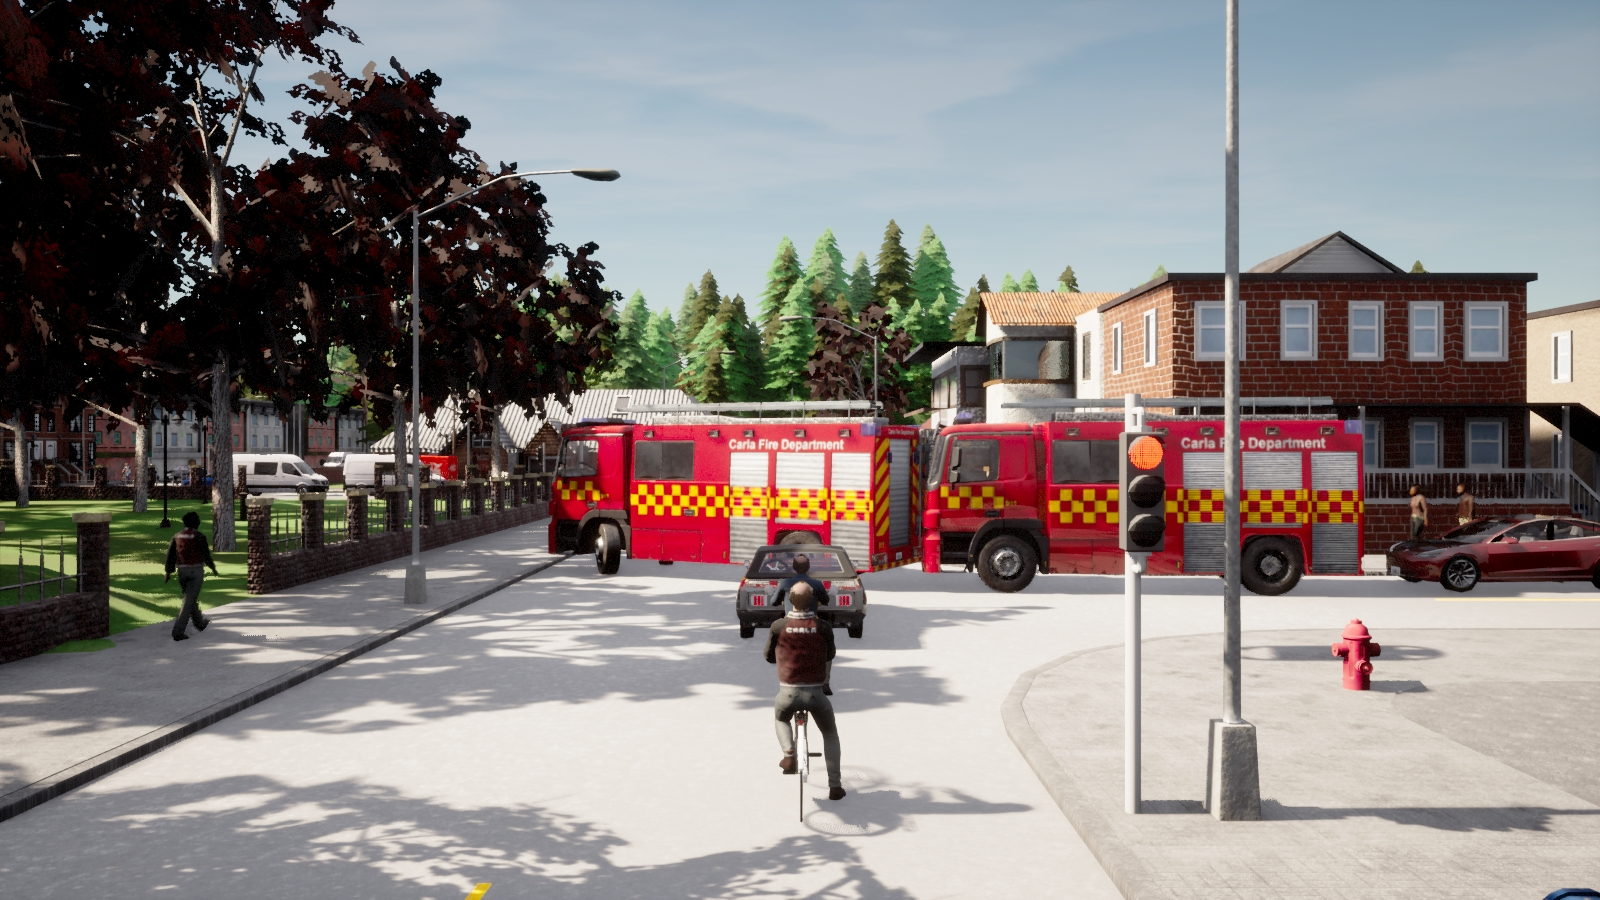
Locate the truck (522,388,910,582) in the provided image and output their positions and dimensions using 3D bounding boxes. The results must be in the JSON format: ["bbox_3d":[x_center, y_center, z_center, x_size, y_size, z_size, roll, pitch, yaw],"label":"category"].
[{"bbox_3d":[-2.008,0.672,25.771,8.468,3.827,2.891,0,0,28],"label":"truck"}]

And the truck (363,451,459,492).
[{"bbox_3d":[-24.704,1.360,72.767,5.204,2.467,2.627,1,0,0],"label":"truck"}]

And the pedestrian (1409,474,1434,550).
[{"bbox_3d":[15.240,1.516,28.026,0.375,1.860,0.375,0,0,-8],"label":"pedestrian"}]

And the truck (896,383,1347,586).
[{"bbox_3d":[6.242,0.669,23.420,8.468,3.827,2.891,0,0,6],"label":"truck"}]

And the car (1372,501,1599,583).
[{"bbox_3d":[14.646,1.843,23.389,4.792,1.488,2.163,0,0,0],"label":"car"}]

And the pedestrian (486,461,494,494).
[{"bbox_3d":[-17.280,1.525,63.675,0.375,1.860,0.375,0,0,-1],"label":"pedestrian"}]

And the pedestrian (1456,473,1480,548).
[{"bbox_3d":[16.721,1.516,28.604,0.375,1.860,0.375,0,0,0],"label":"pedestrian"}]

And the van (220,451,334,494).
[{"bbox_3d":[-31.465,1.314,68.839,5.915,2.561,1.988,0,0,1],"label":"van"}]

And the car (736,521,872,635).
[{"bbox_3d":[0.052,1.935,18.331,1.895,1.301,4.718,0,0,0],"label":"car"}]

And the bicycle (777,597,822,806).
[{"bbox_3d":[-0.005,1.940,9.200,0.329,1.271,1.835,0,0,0],"label":"bicycle"}]

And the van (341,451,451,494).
[{"bbox_3d":[-24.299,1.314,68.785,5.915,2.561,1.988,0,0,1],"label":"van"}]

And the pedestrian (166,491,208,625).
[{"bbox_3d":[-8.680,1.525,16.188,0.375,1.860,0.375,0,0,6],"label":"pedestrian"}]
